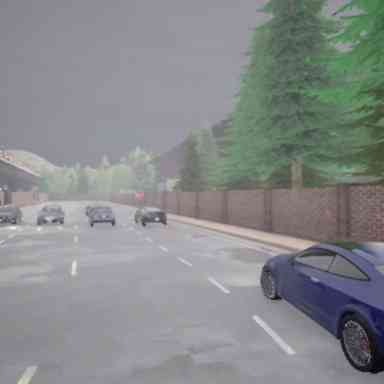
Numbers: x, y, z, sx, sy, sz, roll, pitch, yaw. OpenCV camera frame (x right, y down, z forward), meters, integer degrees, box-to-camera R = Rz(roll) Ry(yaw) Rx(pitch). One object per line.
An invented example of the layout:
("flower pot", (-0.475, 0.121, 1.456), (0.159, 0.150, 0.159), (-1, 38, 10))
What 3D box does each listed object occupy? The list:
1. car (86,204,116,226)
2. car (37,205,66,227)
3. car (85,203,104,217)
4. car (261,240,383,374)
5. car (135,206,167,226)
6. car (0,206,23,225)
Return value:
("car", (-7.083, 1.837, 26.104), (2.033, 1.411, 5.357), (-1, 0, -19))
("car", (-11.103, 1.830, 26.448), (2.128, 1.511, 4.902), (-1, 0, -19))
("car", (-11.268, 2.036, 38.380), (1.895, 1.301, 4.718), (-1, 0, -19))
("car", (2.740, 1.540, 5.614), (1.812, 1.442, 4.674), (0, 0, -9))
("car", (-3.194, 1.766, 25.507), (1.812, 1.442, 4.674), (0, 0, -19))
("car", (-15.034, 1.894, 27.133), (1.837, 1.490, 4.892), (-1, 0, -19))
